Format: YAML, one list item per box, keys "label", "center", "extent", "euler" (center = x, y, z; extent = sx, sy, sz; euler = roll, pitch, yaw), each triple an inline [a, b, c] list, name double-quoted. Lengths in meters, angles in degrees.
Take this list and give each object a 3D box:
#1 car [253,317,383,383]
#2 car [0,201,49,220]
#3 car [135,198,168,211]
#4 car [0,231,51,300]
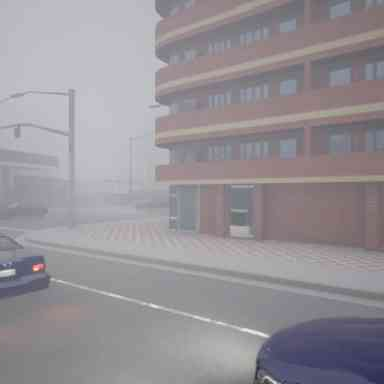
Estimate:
- label: "car"
  center: [2.672, 1.524, 2.086]
  extent: [4.674, 1.442, 1.812]
  euler: [0, 0, 35]
- label: "car"
  center: [-14.480, 1.524, 28.005]
  extent: [1.812, 1.442, 4.674]
  euler: [0, 0, 34]
- label: "car"
  center: [-5.045, 1.475, 41.899]
  extent: [1.882, 1.535, 5.008]
  euler: [0, 0, 34]
- label: "car"
  center: [-5.380, 1.547, 7.717]
  extent: [5.357, 1.411, 2.033]
  euler: [0, 0, 38]
